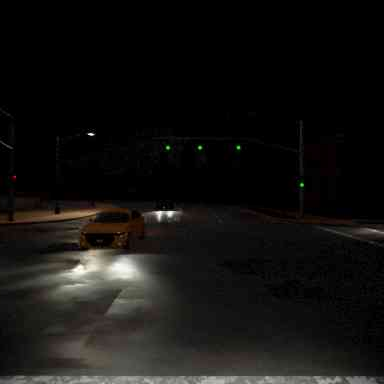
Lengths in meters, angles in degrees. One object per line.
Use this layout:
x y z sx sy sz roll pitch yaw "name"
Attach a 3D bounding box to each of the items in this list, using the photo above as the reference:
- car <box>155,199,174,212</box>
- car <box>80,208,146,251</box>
-3.178 1.566 39.370 1.994 1.385 4.181 0 0 -2 "car"
-3.213 1.479 14.353 1.882 1.535 5.008 0 0 2 "car"
